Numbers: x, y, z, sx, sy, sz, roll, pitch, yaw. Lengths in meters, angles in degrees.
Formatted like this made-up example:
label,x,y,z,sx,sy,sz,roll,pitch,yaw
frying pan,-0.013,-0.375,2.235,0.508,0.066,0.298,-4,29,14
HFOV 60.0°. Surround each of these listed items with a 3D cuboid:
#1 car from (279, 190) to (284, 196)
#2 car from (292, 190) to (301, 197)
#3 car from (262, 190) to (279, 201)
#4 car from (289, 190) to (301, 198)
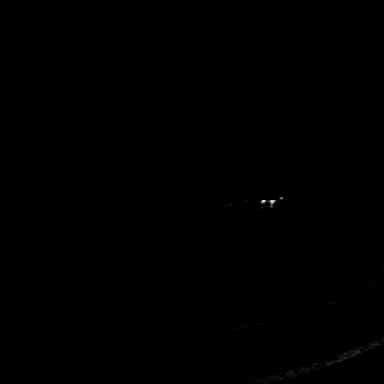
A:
label,x,y,z,sx,sy,sz,roll,pitch,yaw
car,19.267,0.217,73.692,1.812,1.442,4.674,0,1,20
car,24.709,0.298,78.346,1.837,1.490,4.892,0,0,20
car,13.512,0.692,58.195,1.812,1.442,4.674,0,1,21
car,21.239,0.296,68.915,2.097,1.767,4.553,0,1,20
